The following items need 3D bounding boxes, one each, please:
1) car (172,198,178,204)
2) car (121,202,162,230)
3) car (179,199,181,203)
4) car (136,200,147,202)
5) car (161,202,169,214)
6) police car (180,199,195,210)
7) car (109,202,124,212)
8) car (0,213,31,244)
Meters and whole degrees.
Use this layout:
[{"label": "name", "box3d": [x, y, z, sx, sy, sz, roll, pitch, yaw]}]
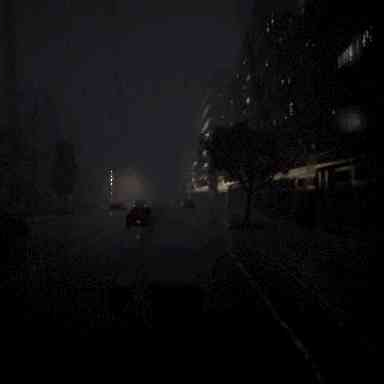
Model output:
[{"label": "car", "box3d": [-3.874, 2.566, 92.387, 1.837, 1.490, 4.892, 0, -1, -5]}, {"label": "car", "box3d": [-3.451, 1.762, 23.753, 1.882, 1.535, 5.008, 0, -1, -1]}, {"label": "car", "box3d": [-1.107, 2.304, 67.503, 1.801, 1.575, 5.366, 0, -1, -4]}, {"label": "car", "box3d": [-7.742, 1.978, 50.350, 2.097, 1.767, 4.553, 0, -1, -2]}, {"label": "car", "box3d": [-4.055, 2.031, 43.721, 2.128, 1.511, 4.902, 0, -1, -2]}, {"label": "police car", "box3d": [-0.531, 2.140, 57.387, 1.930, 1.638, 5.238, 0, -1, -3]}, {"label": "car", "box3d": [-10.956, 2.178, 49.268, 1.994, 1.385, 4.181, 0, -1, -2]}, {"label": "car", "box3d": [-9.956, 1.769, 16.855, 1.994, 1.385, 4.181, 0, -1, 0]}]
